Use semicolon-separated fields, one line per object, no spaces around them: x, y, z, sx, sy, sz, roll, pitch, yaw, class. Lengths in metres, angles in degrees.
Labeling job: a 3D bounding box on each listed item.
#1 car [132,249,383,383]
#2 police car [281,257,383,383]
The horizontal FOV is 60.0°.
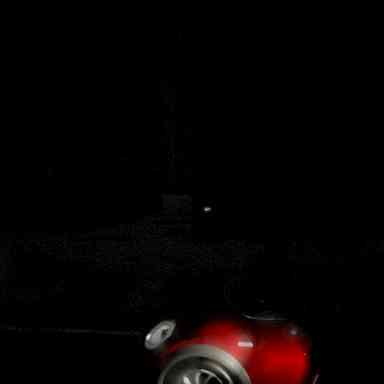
1.394;1.430;3.876;4.097;1.590;1.967;0;0;6;car
3.318;1.419;1.710;5.238;1.638;1.930;0;0;6;police car
